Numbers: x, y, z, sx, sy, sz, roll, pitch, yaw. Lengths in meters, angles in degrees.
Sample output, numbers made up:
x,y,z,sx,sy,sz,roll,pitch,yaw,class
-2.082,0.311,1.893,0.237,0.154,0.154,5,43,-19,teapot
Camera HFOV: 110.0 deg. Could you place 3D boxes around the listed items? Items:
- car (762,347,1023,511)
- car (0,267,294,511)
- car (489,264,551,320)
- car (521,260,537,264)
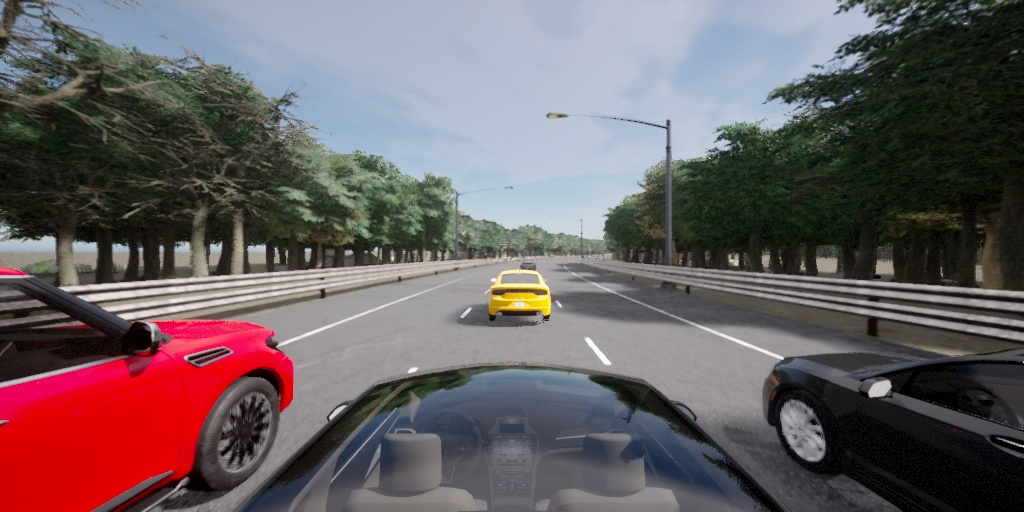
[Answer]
x,y,z,sx,sy,sz,roll,pitch,yaw,class
3.629,1.258,1.905,1.837,1.490,4.892,0,0,0,car
-3.381,0.968,1.411,2.150,2.045,5.566,0,0,0,car
0.269,1.226,12.674,1.882,1.535,5.008,0,0,1,car
2.032,1.195,44.107,2.128,1.511,4.902,0,0,5,car
